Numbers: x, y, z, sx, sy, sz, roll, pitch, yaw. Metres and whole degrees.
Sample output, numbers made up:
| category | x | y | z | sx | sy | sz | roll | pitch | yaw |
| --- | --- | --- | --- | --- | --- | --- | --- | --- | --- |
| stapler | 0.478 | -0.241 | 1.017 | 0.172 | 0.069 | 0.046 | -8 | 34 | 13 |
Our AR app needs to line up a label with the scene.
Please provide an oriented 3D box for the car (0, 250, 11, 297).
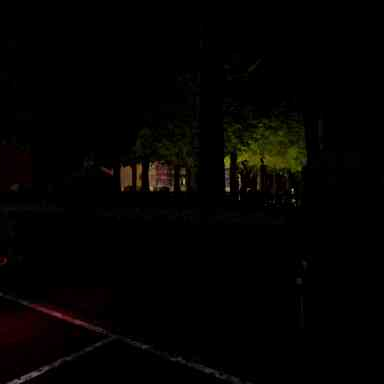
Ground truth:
| category | x | y | z | sx | sy | sz | roll | pitch | yaw |
| --- | --- | --- | --- | --- | --- | --- | --- | --- | --- |
| car | -5.846 | 1.483 | 7.120 | 5.008 | 1.535 | 1.882 | 0 | 0 | 36 |
